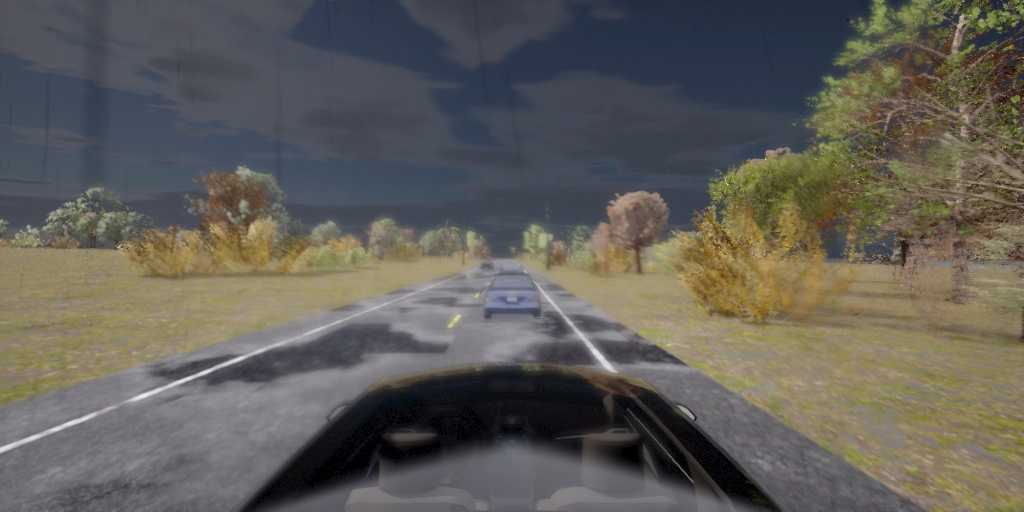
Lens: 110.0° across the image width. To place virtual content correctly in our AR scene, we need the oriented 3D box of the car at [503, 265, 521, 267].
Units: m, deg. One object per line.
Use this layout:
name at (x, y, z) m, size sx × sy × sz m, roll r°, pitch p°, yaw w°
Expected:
car at (0.012, 1.366, 30.163) m, size 1.895 × 1.301 × 4.718 m, roll 0°, pitch 0°, yaw 0°

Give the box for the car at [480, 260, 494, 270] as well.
car at (-3.667, 1.336, 53.296) m, size 2.033 × 1.411 × 5.357 m, roll 0°, pitch 0°, yaw 0°

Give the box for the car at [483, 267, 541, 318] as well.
car at (0.025, 1.303, 12.877) m, size 2.033 × 1.411 × 5.357 m, roll 0°, pitch 0°, yaw 0°
